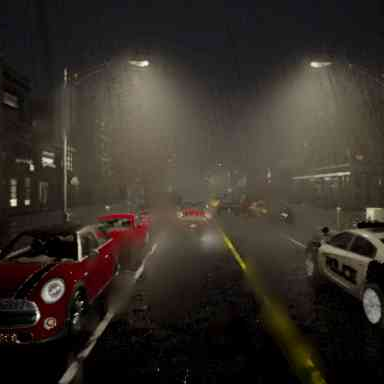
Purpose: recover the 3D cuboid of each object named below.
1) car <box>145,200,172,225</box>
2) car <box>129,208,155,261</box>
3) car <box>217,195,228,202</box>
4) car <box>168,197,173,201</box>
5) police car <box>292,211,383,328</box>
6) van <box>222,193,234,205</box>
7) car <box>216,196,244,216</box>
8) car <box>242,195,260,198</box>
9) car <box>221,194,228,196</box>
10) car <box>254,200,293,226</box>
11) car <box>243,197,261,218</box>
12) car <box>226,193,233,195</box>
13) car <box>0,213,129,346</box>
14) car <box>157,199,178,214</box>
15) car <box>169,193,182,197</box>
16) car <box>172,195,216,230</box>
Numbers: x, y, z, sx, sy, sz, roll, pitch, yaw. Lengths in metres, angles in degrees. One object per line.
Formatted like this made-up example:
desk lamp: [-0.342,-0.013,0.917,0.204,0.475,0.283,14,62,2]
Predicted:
car: [-2.551,1.474,23.023,1.802,1.307,4.206,0,0,0]
car: [-2.626,1.481,11.926,1.887,1.381,4.507,0,0,0]
car: [6.128,1.283,67.524,1.752,1.417,4.829,0,0,0]
car: [-2.514,1.420,28.571,2.008,1.369,4.403,0,0,0]
police car: [3.935,1.419,7.079,1.930,1.638,5.238,0,0,0]
van: [6.052,1.145,56.257,1.690,1.788,3.998,0,0,0]
car: [3.248,1.384,31.052,2.128,1.511,4.902,0,0,1]
car: [5.902,1.210,34.064,2.192,1.841,5.009,0,0,0]
car: [3.301,1.316,44.317,1.882,1.535,5.008,0,1,1]
car: [5.829,1.505,22.969,1.947,1.339,4.313,0,0,0]
car: [5.868,1.442,28.686,1.752,1.417,4.829,0,0,0]
car: [6.017,1.352,50.879,1.752,1.417,4.829,0,0,0]
car: [-2.664,1.399,6.378,1.967,1.590,4.097,0,0,0]
car: [-2.477,1.429,34.119,1.802,1.307,4.206,0,0,0]
car: [-2.366,1.094,50.762,2.192,1.841,5.009,0,0,0]
car: [0.123,1.271,20.198,2.097,1.767,4.553,0,0,0]
